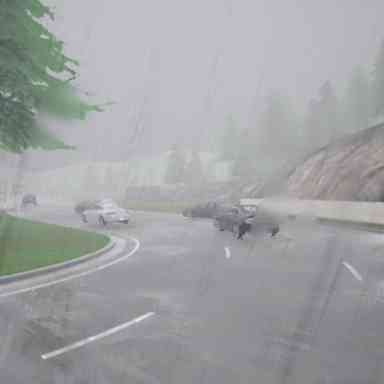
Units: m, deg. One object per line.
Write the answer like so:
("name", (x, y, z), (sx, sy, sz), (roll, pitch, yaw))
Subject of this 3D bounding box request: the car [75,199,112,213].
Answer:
("car", (-10.420, 1.522, 34.018), (2.128, 1.511, 4.902), (-1, 0, -37))

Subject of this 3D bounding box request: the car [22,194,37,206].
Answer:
("car", (-29.720, 1.476, 60.964), (2.150, 2.045, 5.566), (-1, 0, -28))

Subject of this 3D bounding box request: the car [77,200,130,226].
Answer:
("car", (-6.058, 1.528, 23.267), (1.812, 1.442, 4.674), (-1, 0, -41))

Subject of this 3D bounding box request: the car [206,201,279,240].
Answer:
("car", (2.534, 1.367, 16.478), (2.128, 1.511, 4.902), (-1, 0, -13))

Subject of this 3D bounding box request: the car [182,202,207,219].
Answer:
("car", (1.570, 1.398, 25.161), (2.033, 1.411, 5.357), (-1, 0, -41))

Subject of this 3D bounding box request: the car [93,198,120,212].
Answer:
("car", (-10.441, 1.527, 40.199), (1.812, 1.442, 4.674), (-1, 0, -32))
